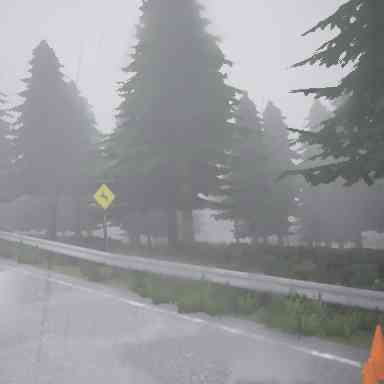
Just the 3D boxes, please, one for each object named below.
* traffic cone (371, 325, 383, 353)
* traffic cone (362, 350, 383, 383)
[{"bbox_3d":[2.322,1.956,4.131,0.340,0.580,0.340,0,0,34],"label":"traffic cone"},{"bbox_3d":[1.773,1.956,3.298,0.340,0.580,0.340,0,0,34],"label":"traffic cone"}]
